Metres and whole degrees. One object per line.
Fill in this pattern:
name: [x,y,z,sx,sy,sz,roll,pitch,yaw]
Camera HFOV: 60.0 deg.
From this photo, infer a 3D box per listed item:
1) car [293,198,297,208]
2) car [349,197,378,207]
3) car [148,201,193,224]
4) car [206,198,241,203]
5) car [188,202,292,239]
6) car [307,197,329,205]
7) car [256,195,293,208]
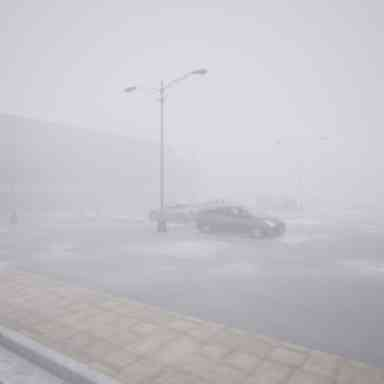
car: [10.919,1.280,42.365,4.605,1.855,1.932,0,0,35]
car: [26.109,1.571,50.722,3.806,1.475,1.970,0,0,35]
car: [-1.274,1.415,23.897,3.806,1.475,1.970,0,0,35]
car: [2.174,1.336,29.319,5.027,1.636,2.152,0,0,35]
car: [2.357,1.485,16.832,4.514,1.523,2.007,0,0,35]
car: [21.780,1.556,57.445,3.633,1.501,1.845,0,0,35]
car: [9.575,1.260,39.756,3.866,1.878,1.905,0,0,35]
